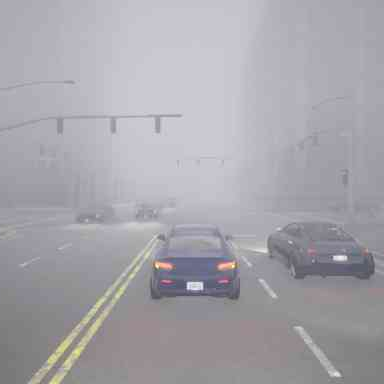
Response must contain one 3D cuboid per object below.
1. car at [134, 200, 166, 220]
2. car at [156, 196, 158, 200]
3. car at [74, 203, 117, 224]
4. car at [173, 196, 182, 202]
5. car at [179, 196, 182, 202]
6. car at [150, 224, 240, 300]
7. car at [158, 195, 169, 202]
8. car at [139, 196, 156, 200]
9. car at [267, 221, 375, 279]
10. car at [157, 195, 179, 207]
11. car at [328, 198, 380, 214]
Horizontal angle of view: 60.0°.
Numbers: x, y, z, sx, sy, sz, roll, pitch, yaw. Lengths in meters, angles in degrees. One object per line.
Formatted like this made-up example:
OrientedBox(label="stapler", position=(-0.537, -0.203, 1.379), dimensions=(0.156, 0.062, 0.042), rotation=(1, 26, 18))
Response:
OrientedBox(label="car", position=(-3.536, 1.571, 27.661), dimensions=(1.895, 1.301, 4.718), rotation=(0, 0, 0))
OrientedBox(label="car", position=(-6.896, 1.506, 64.909), dimensions=(1.837, 1.490, 4.892), rotation=(0, 0, 1))
OrientedBox(label="car", position=(-7.044, 1.519, 24.949), dimensions=(2.033, 1.411, 5.357), rotation=(0, 0, 0))
OrientedBox(label="car", position=(-3.324, 1.548, 77.995), dimensions=(1.994, 1.385, 4.181), rotation=(0, 0, 0))
OrientedBox(label="car", position=(-3.408, 1.477, 63.432), dimensions=(1.882, 1.535, 5.008), rotation=(0, 0, 1))
OrientedBox(label="car", position=(0.078, 1.526, 8.293), dimensions=(1.812, 1.442, 4.674), rotation=(0, 0, 1))
OrientedBox(label="car", position=(-6.818, 1.527, 80.503), dimensions=(2.033, 1.411, 5.357), rotation=(0, 0, 0))
OrientedBox(label="car", position=(-6.988, 1.547, 48.490), dimensions=(2.033, 1.411, 5.357), rotation=(0, 0, 0))
OrientedBox(label="car", position=(3.594, 1.564, 10.029), dimensions=(1.994, 1.385, 4.181), rotation=(0, 0, 0))
OrientedBox(label="car", position=(-3.483, 1.491, 49.696), dimensions=(2.128, 1.511, 4.902), rotation=(0, 0, 0))
OrientedBox(label="car", position=(16.784, 1.422, 34.535), dimensions=(5.008, 1.535, 1.882), rotation=(0, 0, 0))
